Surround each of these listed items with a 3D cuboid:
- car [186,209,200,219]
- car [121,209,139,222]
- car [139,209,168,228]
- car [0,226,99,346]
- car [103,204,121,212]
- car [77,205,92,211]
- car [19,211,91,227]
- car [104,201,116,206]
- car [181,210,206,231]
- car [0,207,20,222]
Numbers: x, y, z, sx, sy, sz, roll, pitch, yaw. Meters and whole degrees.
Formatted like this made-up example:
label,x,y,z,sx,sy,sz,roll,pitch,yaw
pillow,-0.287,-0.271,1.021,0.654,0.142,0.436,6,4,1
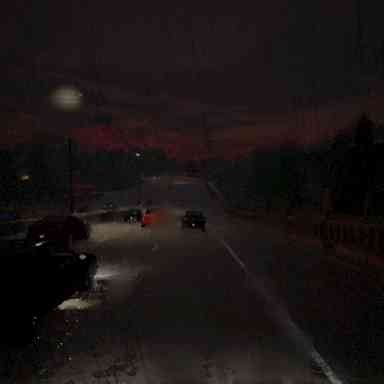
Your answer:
label,x,y,z,sx,sy,sz,roll,pitch,yaw
car,0.112,3.218,48.651,1.895,1.301,4.718,0,-2,0
car,-6.889,2.816,40.185,1.837,1.490,4.892,0,-2,0
car,-3.391,2.342,31.269,2.097,1.767,4.553,0,-2,0
car,-3.398,1.648,6.460,2.033,1.411,5.357,0,-2,0
car,-13.998,3.419,59.655,1.895,1.301,4.718,0,0,0
car,-20.985,3.275,64.996,1.812,1.442,4.674,0,1,0
car,-6.895,1.981,17.823,1.882,1.535,5.008,0,-2,0
car,-17.482,2.883,71.118,2.097,1.767,4.553,0,2,0
car,0.107,2.327,27.020,2.128,1.511,4.902,0,-2,0
car,-17.574,2.310,30.386,2.097,1.767,4.553,0,-2,0
